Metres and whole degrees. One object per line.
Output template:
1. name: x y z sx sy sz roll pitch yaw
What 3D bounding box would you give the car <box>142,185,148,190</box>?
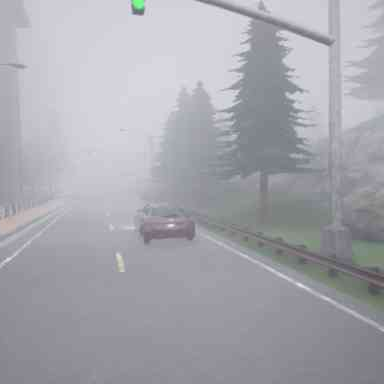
1. car: -8.782 -1.335 77.039 4.605 1.855 1.932 -2 2 -15

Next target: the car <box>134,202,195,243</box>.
1. car: -1.266 1.106 13.713 1.994 1.385 4.181 -2 2 -15

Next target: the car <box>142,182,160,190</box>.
1. car: -9.817 -1.388 79.363 3.866 1.878 1.905 -2 2 -15
